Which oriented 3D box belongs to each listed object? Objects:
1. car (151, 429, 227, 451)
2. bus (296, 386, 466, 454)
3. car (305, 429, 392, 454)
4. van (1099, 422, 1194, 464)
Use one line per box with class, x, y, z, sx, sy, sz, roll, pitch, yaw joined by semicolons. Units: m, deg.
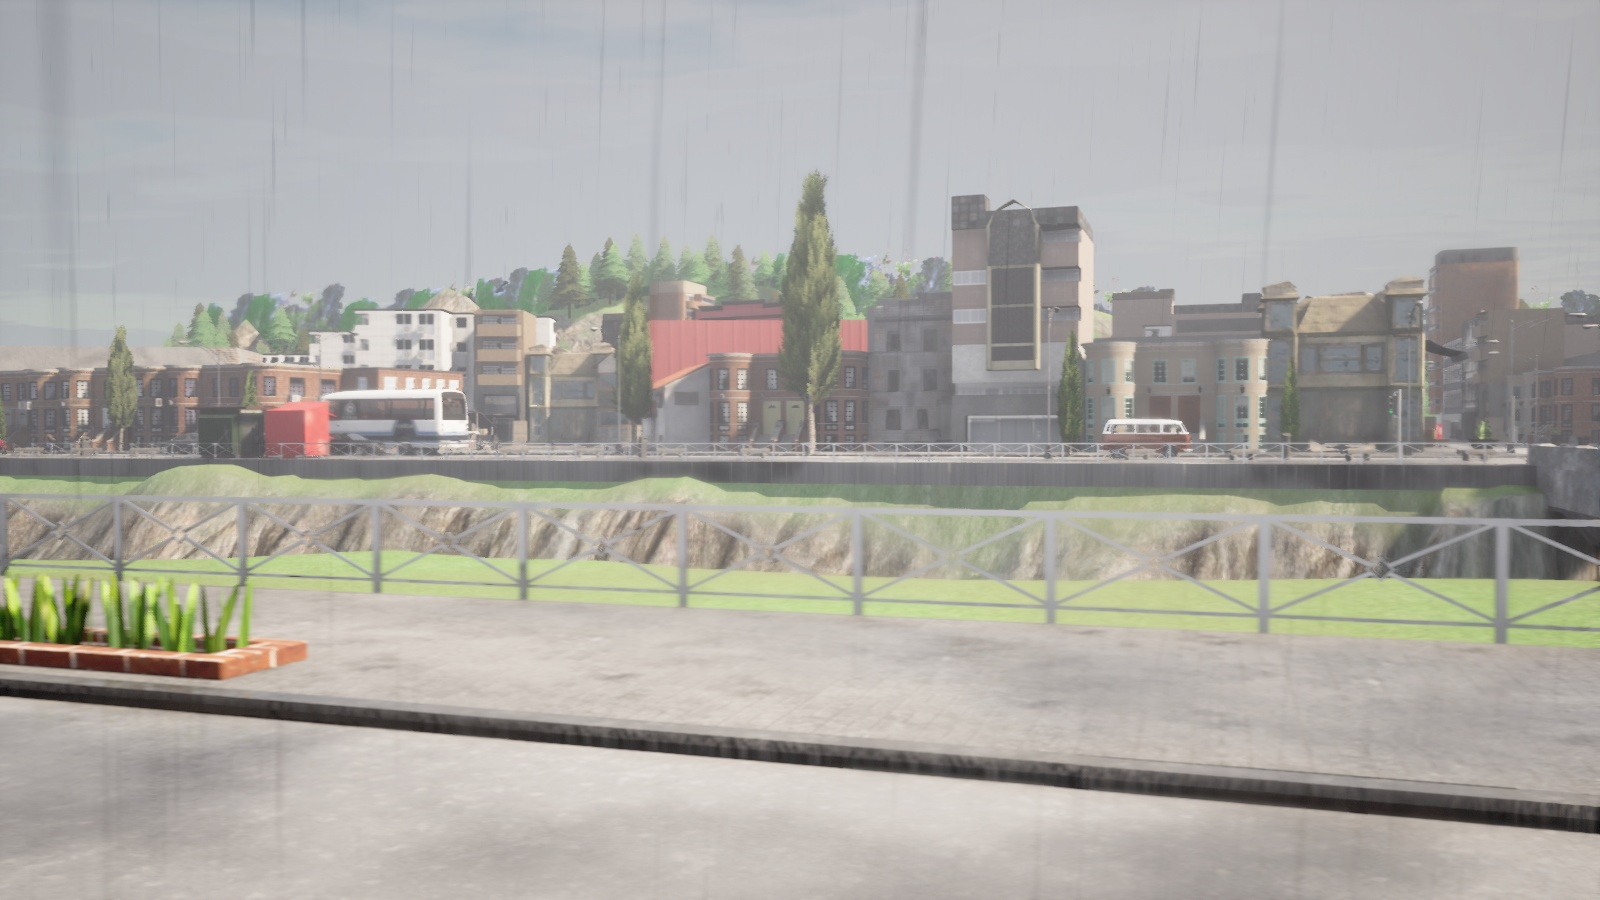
car;-42.496;-0.727;87.333;4.892;1.490;1.837;1;1;19
bus;-27.424;-1.970;82.247;10.273;4.253;3.944;1;1;19
car;-28.137;-0.555;78.287;5.008;1.535;1.882;1;1;19
van;17.383;-0.393;62.984;4.480;2.038;2.069;1;1;19
